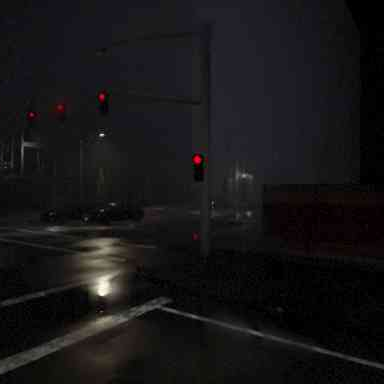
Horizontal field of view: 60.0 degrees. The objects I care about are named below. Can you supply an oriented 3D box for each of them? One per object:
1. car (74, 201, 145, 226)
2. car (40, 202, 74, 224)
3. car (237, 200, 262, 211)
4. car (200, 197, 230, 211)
[{"bbox_3d":[-5.545,1.511,23.891,2.128,1.511,4.902,0,0,35],"label":"car"},{"bbox_3d":[-8.910,1.491,25.201,1.882,1.535,5.008,0,0,35],"label":"car"},{"bbox_3d":[7.494,1.622,42.160,1.895,1.301,4.718,0,0,36],"label":"car"},{"bbox_3d":[2.943,1.366,41.813,2.097,1.767,4.553,0,0,36],"label":"car"}]
